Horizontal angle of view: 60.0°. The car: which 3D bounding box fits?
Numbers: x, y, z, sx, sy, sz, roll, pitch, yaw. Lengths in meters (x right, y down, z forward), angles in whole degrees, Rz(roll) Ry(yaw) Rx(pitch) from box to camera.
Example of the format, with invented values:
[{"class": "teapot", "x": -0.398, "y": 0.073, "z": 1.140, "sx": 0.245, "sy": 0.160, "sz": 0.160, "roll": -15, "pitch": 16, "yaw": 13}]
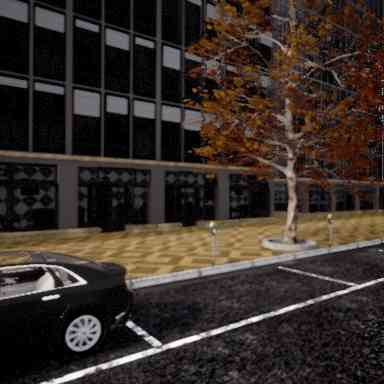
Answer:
[{"class": "car", "x": -2.951, "y": 1.551, "z": 4.451, "sx": 4.403, "sy": 1.369, "sz": 2.008, "roll": 0, "pitch": 0, "yaw": -35}]
